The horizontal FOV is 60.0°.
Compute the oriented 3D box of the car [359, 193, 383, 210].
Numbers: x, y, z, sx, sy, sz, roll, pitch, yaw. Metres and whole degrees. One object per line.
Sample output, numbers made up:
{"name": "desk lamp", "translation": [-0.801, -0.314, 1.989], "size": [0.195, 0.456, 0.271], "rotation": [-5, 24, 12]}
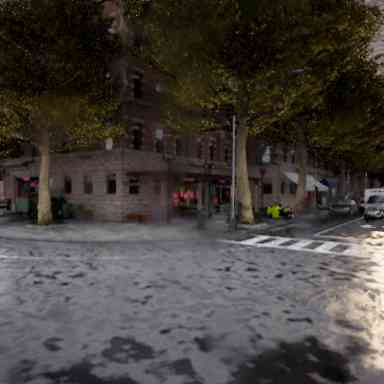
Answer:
{"name": "car", "translation": [23.359, 1.180, 42.971], "size": [2.435, 2.045, 5.566], "rotation": [1, 0, 36]}

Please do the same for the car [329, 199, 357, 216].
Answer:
{"name": "car", "translation": [14.497, 1.427, 31.649], "size": [2.231, 1.521, 4.892], "rotation": [1, 0, 36]}

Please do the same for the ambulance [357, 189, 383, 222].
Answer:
{"name": "ambulance", "translation": [14.975, 0.981, 26.081], "size": [2.351, 2.431, 6.366], "rotation": [1, 0, 36]}
